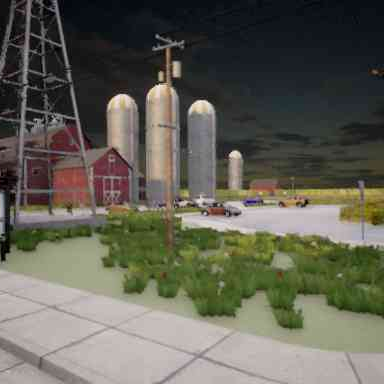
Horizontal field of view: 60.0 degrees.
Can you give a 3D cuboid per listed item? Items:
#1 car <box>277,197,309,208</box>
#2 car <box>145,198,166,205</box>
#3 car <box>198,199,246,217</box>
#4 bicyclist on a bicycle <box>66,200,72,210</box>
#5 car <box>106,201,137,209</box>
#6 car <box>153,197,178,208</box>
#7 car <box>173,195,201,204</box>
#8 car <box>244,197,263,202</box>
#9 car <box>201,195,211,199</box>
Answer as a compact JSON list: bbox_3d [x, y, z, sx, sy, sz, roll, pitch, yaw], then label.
[{"bbox_3d":[15.561,1.497,51.452,4.605,1.855,1.932,-1,0,35],"label":"car"},{"bbox_3d":[-5.186,1.865,51.924,2.128,1.511,4.902,-1,0,35],"label":"car"},{"bbox_3d":[2.874,1.702,32.894,3.905,1.438,1.784,-1,0,35],"label":"car"},{"bbox_3d":[-11.252,1.591,30.404,0.582,1.620,1.656,0,-1,-21],"label":"bicyclist on a bicycle"},{"bbox_3d":[-8.368,1.826,39.261,4.193,1.474,1.816,-1,0,35],"label":"car"},{"bbox_3d":[-4.635,1.763,58.985,2.097,1.767,4.553,-1,0,35],"label":"car"},{"bbox_3d":[-1.138,1.642,50.655,3.866,1.878,1.905,-1,0,35],"label":"car"},{"bbox_3d":[12.686,1.812,70.525,4.611,1.667,2.242,-1,0,35],"label":"car"},{"bbox_3d":[2.190,1.598,62.698,2.150,2.045,5.566,-1,0,34],"label":"car"}]
